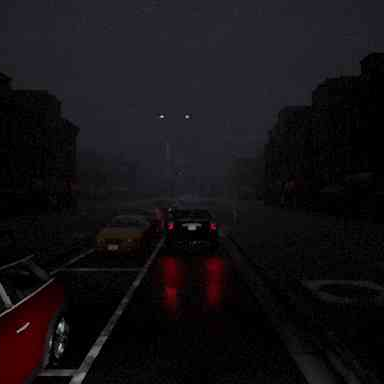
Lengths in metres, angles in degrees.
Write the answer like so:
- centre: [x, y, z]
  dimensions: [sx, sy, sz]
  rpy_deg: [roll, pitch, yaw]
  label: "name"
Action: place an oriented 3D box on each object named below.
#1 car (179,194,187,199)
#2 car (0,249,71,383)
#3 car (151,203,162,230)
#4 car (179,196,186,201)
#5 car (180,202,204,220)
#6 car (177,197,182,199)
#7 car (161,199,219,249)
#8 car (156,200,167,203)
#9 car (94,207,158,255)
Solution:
- centre: [-2.633, 1.692, 78.155]
  dimensions: [1.752, 1.417, 4.829]
  rpy_deg: [0, 0, 0]
  label: "car"
- centre: [-2.629, 1.440, 2.894]
  dimensions: [1.967, 1.590, 4.097]
  rpy_deg: [1, 0, 0]
  label: "car"
- centre: [-2.631, 1.559, 19.034]
  dimensions: [1.887, 1.381, 4.507]
  rpy_deg: [1, 0, 0]
  label: "car"
- centre: [-2.633, 1.797, 89.534]
  dimensions: [1.802, 1.307, 4.206]
  rpy_deg: [0, 0, 0]
  label: "car"
- centre: [0.000, 1.647, 29.681]
  dimensions: [1.895, 1.301, 4.718]
  rpy_deg: [0, 0, 0]
  label: "car"
- centre: [-2.631, 1.617, 40.555]
  dimensions: [1.947, 1.339, 4.313]
  rpy_deg: [0, 0, 0]
  label: "car"
- centre: [0.000, 1.376, 14.620]
  dimensions: [2.097, 1.767, 4.553]
  rpy_deg: [0, 0, 0]
  label: "car"
- centre: [-2.630, 1.470, 29.794]
  dimensions: [1.967, 1.590, 4.097]
  rpy_deg: [1, 0, 0]
  label: "car"
- centre: [-2.630, 1.533, 13.484]
  dimensions: [1.752, 1.417, 4.829]
  rpy_deg: [1, 0, 0]
  label: "car"
